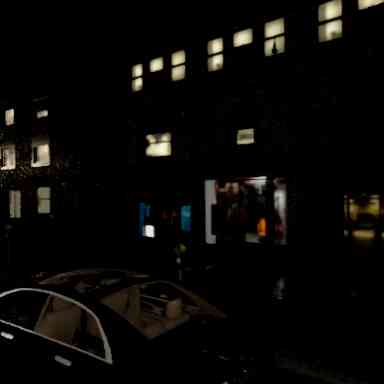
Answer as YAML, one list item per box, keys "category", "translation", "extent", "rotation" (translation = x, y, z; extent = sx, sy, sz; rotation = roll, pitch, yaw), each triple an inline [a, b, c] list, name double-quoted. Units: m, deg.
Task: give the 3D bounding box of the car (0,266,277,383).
- category: "car"
  translation: [-1.277, 1.558, 3.798]
  extent: [4.403, 1.369, 2.008]
  rotation: [0, -1, 36]
